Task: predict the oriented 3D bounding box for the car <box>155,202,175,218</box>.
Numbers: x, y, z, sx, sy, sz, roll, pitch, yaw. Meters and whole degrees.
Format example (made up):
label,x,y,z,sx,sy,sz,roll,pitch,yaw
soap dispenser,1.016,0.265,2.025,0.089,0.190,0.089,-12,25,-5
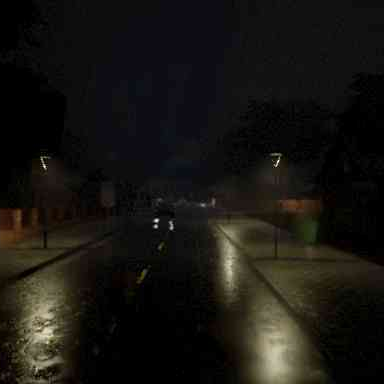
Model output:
label,x,y,z,sx,sy,sz,roll,pitch,yaw
car,-2.789,1.852,35.256,1.882,1.535,5.008,0,-1,0
